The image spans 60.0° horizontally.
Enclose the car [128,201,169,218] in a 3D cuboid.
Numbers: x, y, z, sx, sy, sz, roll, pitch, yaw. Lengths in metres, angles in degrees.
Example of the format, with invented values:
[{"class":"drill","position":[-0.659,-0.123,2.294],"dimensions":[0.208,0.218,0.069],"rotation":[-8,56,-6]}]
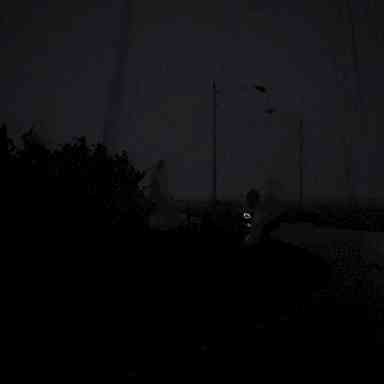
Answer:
[{"class":"car","position":[-4.084,1.458,29.254],"dimensions":[2.033,1.411,5.357],"rotation":[0,0,-36]}]

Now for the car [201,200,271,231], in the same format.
[{"class":"car","position":[2.537,1.299,20.060],"dimensions":[2.097,1.767,4.553],"rotation":[0,0,-36]}]
